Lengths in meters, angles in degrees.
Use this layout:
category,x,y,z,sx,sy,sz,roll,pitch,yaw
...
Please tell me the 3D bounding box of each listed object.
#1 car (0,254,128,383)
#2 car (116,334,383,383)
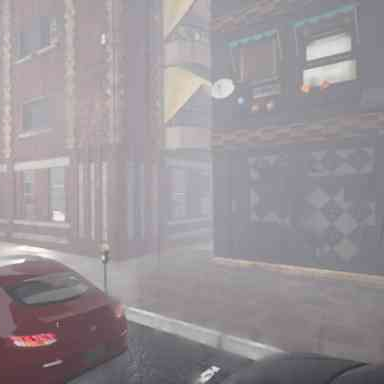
category,x,y,z,sx,sy,sz,roll,pitch,yaw
car,-2.730,1.580,4.783,4.206,1.307,1.802,0,-1,35
car,1.881,1.566,1.507,4.313,1.339,1.947,0,-1,35
